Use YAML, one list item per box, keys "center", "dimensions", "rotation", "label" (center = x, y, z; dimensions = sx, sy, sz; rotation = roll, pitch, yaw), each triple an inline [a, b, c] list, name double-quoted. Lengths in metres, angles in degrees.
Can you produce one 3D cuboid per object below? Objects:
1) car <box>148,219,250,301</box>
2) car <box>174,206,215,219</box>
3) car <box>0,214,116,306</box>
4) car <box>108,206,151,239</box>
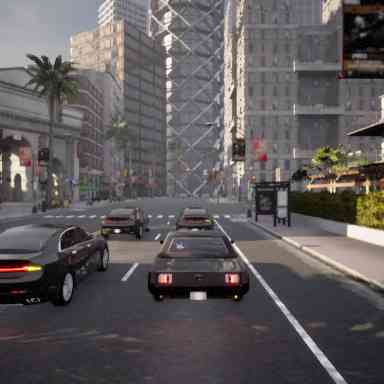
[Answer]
- center: [0.122, 1.600, 8.262]
  dimensions: [1.895, 1.301, 4.718]
  rotation: [0, 0, 0]
  label: "car"
- center: [0.138, 1.503, 17.525]
  dimensions: [1.837, 1.490, 4.892]
  rotation: [0, 0, 0]
  label: "car"
- center: [-3.370, 1.504, 8.004]
  dimensions: [1.837, 1.490, 4.892]
  rotation: [0, 0, 0]
  label: "car"
- center: [-3.361, 1.503, 17.410]
  dimensions: [1.837, 1.490, 4.892]
  rotation: [0, 0, 0]
  label: "car"
